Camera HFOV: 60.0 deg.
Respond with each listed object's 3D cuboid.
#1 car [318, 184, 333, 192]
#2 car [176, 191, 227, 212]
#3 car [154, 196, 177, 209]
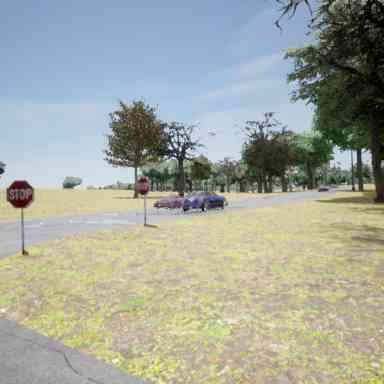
[{"bbox_3d":[29.644,-0.722,74.543,1.895,1.301,4.718,-3,1,30],"label":"car"},{"bbox_3d":[1.141,0.679,27.944,2.097,1.767,4.553,-3,0,34],"label":"car"},{"bbox_3d":[-2.159,1.085,35.491,1.994,1.385,4.181,-3,0,34],"label":"car"}]
